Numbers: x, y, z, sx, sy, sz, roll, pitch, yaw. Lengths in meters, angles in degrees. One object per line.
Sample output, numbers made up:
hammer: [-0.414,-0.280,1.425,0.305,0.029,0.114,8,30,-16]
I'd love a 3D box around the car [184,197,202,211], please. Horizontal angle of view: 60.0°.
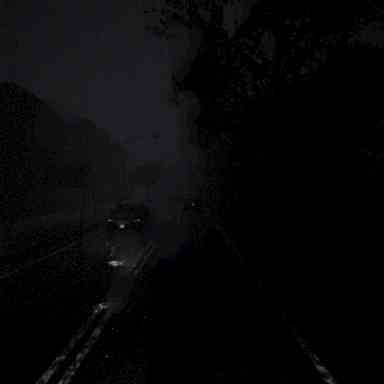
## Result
car: [0.114,1.292,37.075,1.994,1.385,4.181,0,0,0]

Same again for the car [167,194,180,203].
car: [-3.279,1.086,58.463,1.812,1.442,4.674,0,0,1]

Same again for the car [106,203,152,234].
car: [-3.343,1.361,18.363,2.128,1.511,4.902,0,0,0]
